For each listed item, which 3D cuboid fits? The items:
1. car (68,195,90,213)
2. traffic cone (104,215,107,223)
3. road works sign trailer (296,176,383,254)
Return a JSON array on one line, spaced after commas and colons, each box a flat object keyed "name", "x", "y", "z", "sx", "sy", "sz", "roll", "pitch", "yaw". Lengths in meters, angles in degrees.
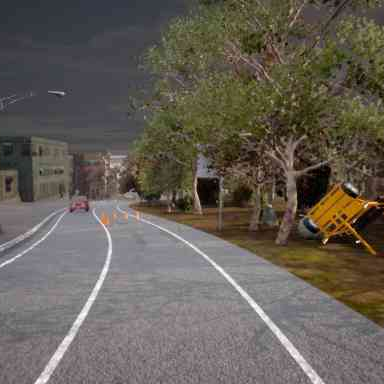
[{"name": "car", "x": -13.856, "y": 1.444, "z": 40.925, "sx": 2.150, "sy": 2.045, "sz": 5.566, "roll": -2, "pitch": 0, "yaw": -16}, {"name": "traffic cone", "x": -5.901, "y": 2.040, "z": 23.192, "sx": 0.340, "sy": 0.580, "sz": 0.340, "roll": -2, "pitch": 0, "yaw": -18}, {"name": "road works sign trailer", "x": 6.679, "y": 1.194, "z": 13.369, "sx": 3.560, "sy": 2.380, "sz": 2.880, "roll": 0, "pitch": 46, "yaw": -45}]
